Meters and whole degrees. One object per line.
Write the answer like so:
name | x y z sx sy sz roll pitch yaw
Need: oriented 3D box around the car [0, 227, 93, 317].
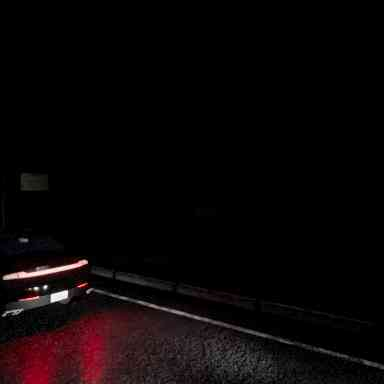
car | -4.105 1.492 6.899 4.902 1.511 2.128 0 0 37
